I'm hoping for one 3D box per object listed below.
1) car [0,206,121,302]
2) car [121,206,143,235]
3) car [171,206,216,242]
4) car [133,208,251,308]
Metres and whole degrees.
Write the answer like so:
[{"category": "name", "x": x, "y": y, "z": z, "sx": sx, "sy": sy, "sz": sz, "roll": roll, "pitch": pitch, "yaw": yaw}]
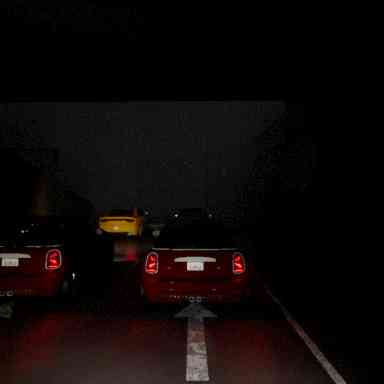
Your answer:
[{"category": "car", "x": -3.428, "y": 1.352, "z": 8.419, "sx": 2.097, "sy": 1.767, "sz": 4.553, "roll": 0, "pitch": 0, "yaw": 0}, {"category": "car", "x": -3.433, "y": 1.478, "z": 17.508, "sx": 1.882, "sy": 1.535, "sz": 5.008, "roll": 0, "pitch": 0, "yaw": 0}, {"category": "car", "x": 0.068, "y": 1.547, "z": 17.618, "sx": 2.033, "sy": 1.411, "sz": 5.357, "roll": 0, "pitch": 0, "yaw": 0}, {"category": "car", "x": 0.067, "y": 1.352, "z": 8.092, "sx": 2.097, "sy": 1.767, "sz": 4.553, "roll": 0, "pitch": 0, "yaw": 0}]
